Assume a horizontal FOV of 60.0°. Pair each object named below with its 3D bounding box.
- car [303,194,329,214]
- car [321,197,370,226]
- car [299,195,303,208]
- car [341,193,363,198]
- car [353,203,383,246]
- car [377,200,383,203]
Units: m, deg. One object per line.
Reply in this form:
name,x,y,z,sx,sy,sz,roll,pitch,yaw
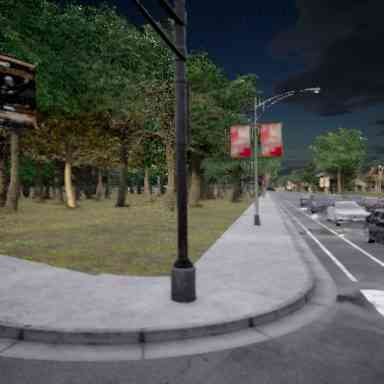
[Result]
car,11.841,1.016,30.680,2.097,1.767,4.553,-1,0,13
car,9.694,1.288,21.016,1.812,1.442,4.674,-1,0,12
car,14.071,1.093,40.532,1.812,1.442,4.674,-1,0,14
car,15.438,0.960,31.862,2.097,1.767,4.553,-1,0,13
car,7.681,1.347,12.036,2.128,1.511,4.902,-1,0,13
car,13.222,1.236,21.923,1.812,1.442,4.674,-1,0,12
